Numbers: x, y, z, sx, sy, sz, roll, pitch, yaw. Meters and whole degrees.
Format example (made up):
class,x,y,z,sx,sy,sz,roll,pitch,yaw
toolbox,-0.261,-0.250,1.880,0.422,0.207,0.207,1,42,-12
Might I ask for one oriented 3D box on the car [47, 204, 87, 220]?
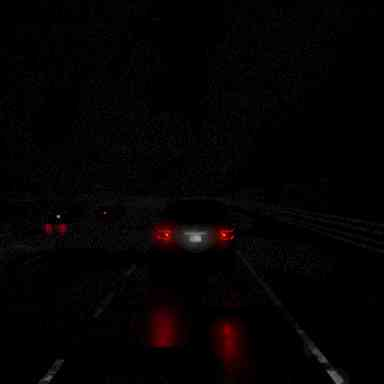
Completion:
class,x,y,z,sx,sy,sz,roll,pitch,yaw
car,-10.443,1.637,28.229,1.895,1.301,4.718,0,0,0

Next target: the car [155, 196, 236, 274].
class,x,y,z,sx,sy,sz,roll,pitch,yaw
car,0.086,1.227,10.754,2.150,2.045,5.566,0,0,0

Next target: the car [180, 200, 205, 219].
class,x,y,z,sx,sy,sz,roll,pitch,yaw
car,0.053,1.528,30.391,2.128,1.511,4.902,0,0,0

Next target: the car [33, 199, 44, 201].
class,x,y,z,sx,sy,sz,roll,pitch,yaw
car,-31.610,2.103,68.452,1.994,1.385,4.181,0,-1,0

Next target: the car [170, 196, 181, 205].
class,x,y,z,sx,sy,sz,roll,pitch,yaw
car,-3.616,1.830,72.303,2.150,2.045,5.566,0,-1,0

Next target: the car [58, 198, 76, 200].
class,x,y,z,sx,sy,sz,roll,pitch,yaw
car,-21.124,1.873,58.324,1.837,1.490,4.892,0,-1,1

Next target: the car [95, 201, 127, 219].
class,x,y,z,sx,sy,sz,roll,pitch,yaw
car,-6.944,1.514,28.993,1.882,1.535,5.008,0,0,0
